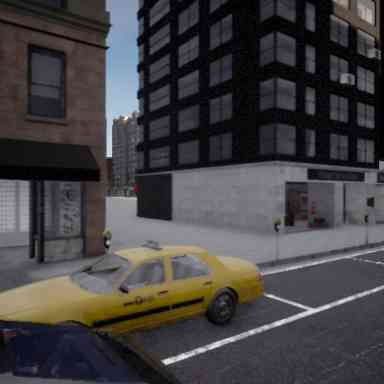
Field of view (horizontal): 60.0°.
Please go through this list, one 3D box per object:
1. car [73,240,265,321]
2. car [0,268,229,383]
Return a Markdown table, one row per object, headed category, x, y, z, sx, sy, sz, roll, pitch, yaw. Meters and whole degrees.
| category | x | y | z | sx | sy | sz | roll | pitch | yaw |
| --- | --- | --- | --- | --- | --- | --- | --- | --- | --- |
| car | -0.893 | 1.527 | 5.552 | 4.829 | 1.417 | 1.752 | 0 | 0 | -36 |
| car | -1.953 | 1.564 | 1.677 | 4.181 | 1.385 | 1.994 | 0 | 0 | -36 |
